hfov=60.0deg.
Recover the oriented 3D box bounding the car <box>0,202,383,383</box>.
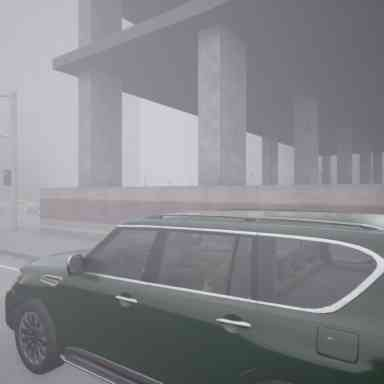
[{"bbox_3d":[0.066,1.221,3.937,5.566,2.045,2.150,0,0,36],"label":"car"}]

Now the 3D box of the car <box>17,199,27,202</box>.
[{"bbox_3d":[-14.331,1.547,33.461,2.128,1.511,4.902,0,0,36],"label":"car"}]

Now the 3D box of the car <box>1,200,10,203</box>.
[{"bbox_3d":[-18.380,1.533,33.815,1.882,1.535,5.008,0,0,36],"label":"car"}]
